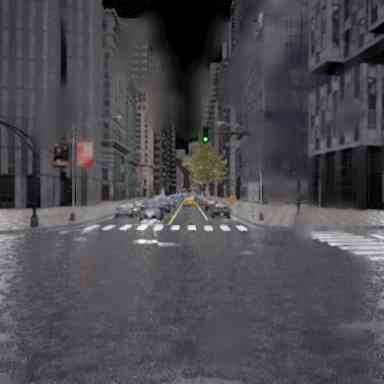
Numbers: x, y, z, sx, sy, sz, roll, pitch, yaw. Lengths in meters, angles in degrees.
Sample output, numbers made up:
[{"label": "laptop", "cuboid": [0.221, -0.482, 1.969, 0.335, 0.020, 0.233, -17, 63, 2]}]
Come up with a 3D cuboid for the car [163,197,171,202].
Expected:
[{"label": "car", "cuboid": [-6.501, 1.945, 88.209, 1.802, 1.307, 4.206, 0, 0, -1]}]

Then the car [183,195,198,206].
[{"label": "car", "cuboid": [-0.362, 1.724, 58.852, 1.882, 1.535, 5.008, 0, 0, -1]}]

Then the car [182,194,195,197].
[{"label": "car", "cuboid": [-0.557, 1.818, 69.145, 2.128, 1.511, 4.902, 0, 0, -1]}]

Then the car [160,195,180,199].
[{"label": "car", "cuboid": [-3.475, 1.686, 51.284, 2.128, 1.511, 4.902, 0, 0, 0]}]

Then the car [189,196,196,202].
[{"label": "car", "cuboid": [0.099, 1.888, 95.080, 1.801, 1.575, 5.366, 0, 0, -1]}]

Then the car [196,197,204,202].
[{"label": "car", "cuboid": [2.019, 1.959, 88.768, 2.008, 1.369, 4.403, 0, 0, -1]}]

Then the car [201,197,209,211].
[{"label": "car", "cuboid": [2.459, 1.725, 41.721, 1.887, 1.381, 4.507, 0, 0, -1]}]

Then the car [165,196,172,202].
[{"label": "car", "cuboid": [-6.552, 1.936, 93.623, 1.887, 1.381, 4.507, 0, 0, -1]}]

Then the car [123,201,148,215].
[{"label": "car", "cuboid": [-6.010, 1.661, 35.748, 2.008, 1.369, 4.403, 0, 0, -1]}]

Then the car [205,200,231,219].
[{"label": "car", "cuboid": [2.561, 1.682, 30.832, 2.008, 1.369, 4.403, 0, 0, -1]}]

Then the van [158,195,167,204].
[{"label": "van", "cuboid": [-6.349, 1.622, 71.972, 1.690, 1.788, 3.998, 0, 0, -1]}]

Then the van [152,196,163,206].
[{"label": "van", "cuboid": [-6.247, 1.569, 61.145, 1.690, 1.788, 3.998, 0, 0, -1]}]

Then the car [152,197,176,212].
[{"label": "car", "cuboid": [-3.372, 1.685, 38.788, 2.033, 1.411, 5.357, 0, 0, 0]}]

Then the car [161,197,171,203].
[{"label": "car", "cuboid": [-6.451, 1.886, 82.797, 2.008, 1.369, 4.403, 0, 0, -1]}]

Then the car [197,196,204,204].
[{"label": "car", "cuboid": [2.316, 1.802, 57.036, 2.008, 1.369, 4.403, 0, 0, -1]}]

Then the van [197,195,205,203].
[{"label": "van", "cuboid": [2.118, 1.695, 78.192, 1.690, 1.788, 3.998, 0, 0, -1]}]

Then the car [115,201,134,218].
[{"label": "car", "cuboid": [-5.964, 1.639, 30.756, 2.008, 1.369, 4.403, 0, 0, -1]}]

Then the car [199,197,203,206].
[{"label": "car", "cuboid": [2.408, 1.756, 47.165, 2.008, 1.369, 4.403, 0, 0, -1]}]

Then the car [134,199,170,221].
[{"label": "car", "cuboid": [-3.284, 1.582, 28.301, 2.128, 1.511, 4.902, 0, 0, 0]}]

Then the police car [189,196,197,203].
[{"label": "police car", "cuboid": [0.194, 1.805, 85.000, 1.930, 1.638, 5.238, 0, 0, -1]}]

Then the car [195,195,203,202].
[{"label": "car", "cuboid": [1.969, 1.751, 94.058, 2.192, 1.841, 5.009, 0, 0, -1]}]
